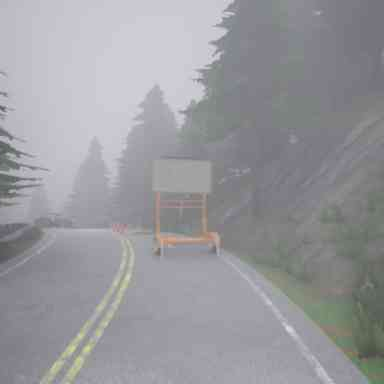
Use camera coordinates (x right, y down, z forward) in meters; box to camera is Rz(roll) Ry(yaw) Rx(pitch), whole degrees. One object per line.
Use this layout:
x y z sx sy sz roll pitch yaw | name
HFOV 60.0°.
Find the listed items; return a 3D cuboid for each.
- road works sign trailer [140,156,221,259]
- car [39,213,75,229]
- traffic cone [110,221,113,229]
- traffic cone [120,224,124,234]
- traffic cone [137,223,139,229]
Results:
-0.426 0.468 12.688 2.380 3.560 2.880 1 -1 -18 | road works sign trailer
-11.265 2.368 27.171 1.895 1.301 4.718 4 -7 -39 | car
-5.259 2.316 22.664 0.340 0.580 0.340 2 -4 -19 | traffic cone
-3.979 2.104 18.877 0.340 0.580 0.340 2 -3 -19 | traffic cone
-4.515 2.607 25.017 0.580 0.340 0.340 2 -5 -19 | traffic cone
